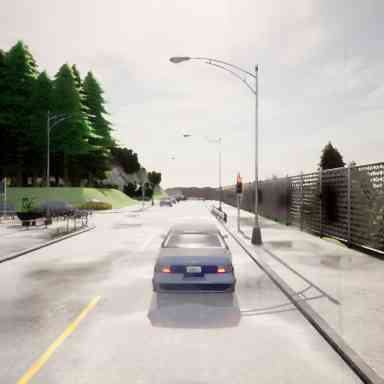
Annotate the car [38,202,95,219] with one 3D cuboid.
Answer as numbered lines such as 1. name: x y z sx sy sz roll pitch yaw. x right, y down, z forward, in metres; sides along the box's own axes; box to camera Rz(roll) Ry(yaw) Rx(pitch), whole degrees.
1. car: -11.091 1.548 28.031 5.357 1.411 2.033 0 0 -3

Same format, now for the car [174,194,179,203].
1. car: -3.979 1.526 62.405 1.812 1.442 4.674 0 0 1

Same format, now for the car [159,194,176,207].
1. car: -4.023 1.505 52.507 1.837 1.490 4.892 0 0 0

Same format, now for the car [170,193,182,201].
1. car: -3.903 1.225 72.810 2.150 2.045 5.566 0 0 0

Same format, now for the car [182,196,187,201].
1. car: -3.689 1.540 86.799 5.357 1.411 2.033 0 0 40

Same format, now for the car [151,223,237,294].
1. car: 0.058 1.547 8.960 2.033 1.411 5.357 0 0 1
